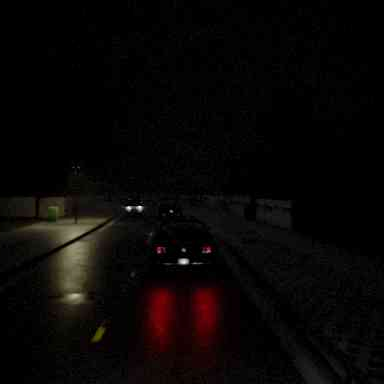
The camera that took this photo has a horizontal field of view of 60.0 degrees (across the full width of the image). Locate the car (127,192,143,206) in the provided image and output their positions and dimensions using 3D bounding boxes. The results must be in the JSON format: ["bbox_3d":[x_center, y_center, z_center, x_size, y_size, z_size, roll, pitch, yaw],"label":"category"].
[{"bbox_3d":[-8.859,1.081,51.205,2.150,2.045,5.566,0,0,-13],"label":"car"}]

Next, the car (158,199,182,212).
[{"bbox_3d":[-1.963,1.389,29.175,1.882,1.535,5.008,0,0,-7],"label":"car"}]

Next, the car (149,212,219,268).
[{"bbox_3d":[-0.311,1.565,11.103,1.895,1.301,4.718,0,0,-3],"label":"car"}]
